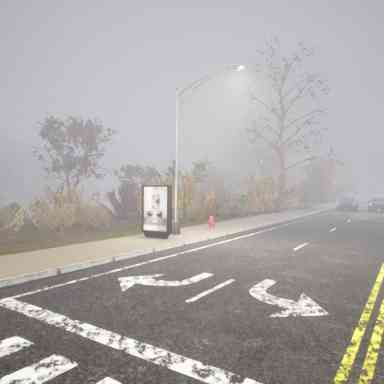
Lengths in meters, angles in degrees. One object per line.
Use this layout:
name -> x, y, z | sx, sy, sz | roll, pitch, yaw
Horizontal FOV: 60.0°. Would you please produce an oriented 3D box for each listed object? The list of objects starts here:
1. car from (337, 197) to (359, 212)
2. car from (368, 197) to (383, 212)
car -> 18.669, 1.391, 39.767 | 2.097, 1.767, 4.553 | 0, 0, 30
car -> 21.473, 1.393, 38.124 | 2.097, 1.767, 4.553 | 0, 0, 30
